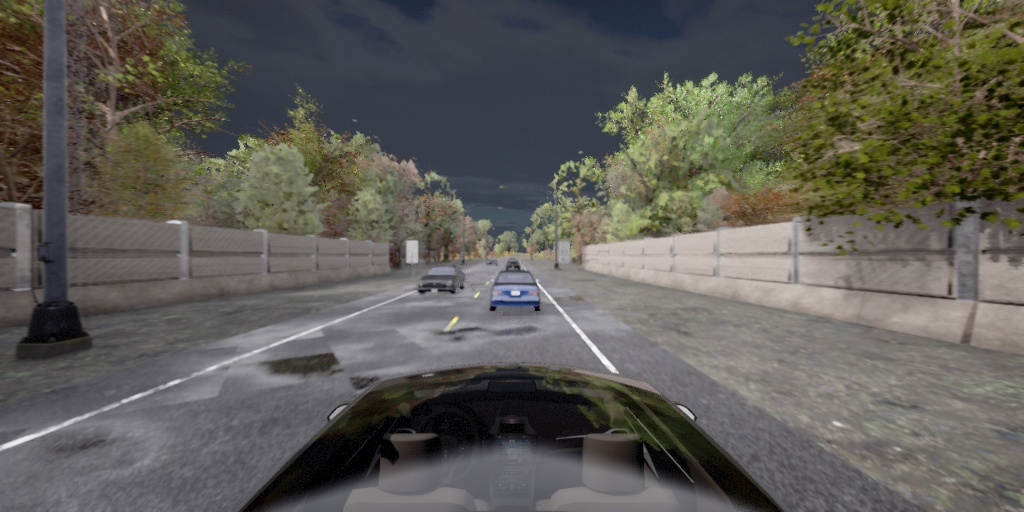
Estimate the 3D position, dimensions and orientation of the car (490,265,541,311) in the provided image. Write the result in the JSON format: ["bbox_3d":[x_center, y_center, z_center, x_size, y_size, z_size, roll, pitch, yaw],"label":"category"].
[{"bbox_3d":[0.116,1.246,14.203,2.033,1.411,5.357,0,0,0],"label":"car"}]

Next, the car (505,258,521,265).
[{"bbox_3d":[0.130,1.049,46.270,1.837,1.490,4.892,0,1,1],"label":"car"}]

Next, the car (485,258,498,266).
[{"bbox_3d":[-3.436,1.003,61.376,1.994,1.385,4.181,0,0,1],"label":"car"}]

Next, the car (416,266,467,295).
[{"bbox_3d":[-3.576,1.218,19.202,2.033,1.411,5.357,0,0,0],"label":"car"}]
